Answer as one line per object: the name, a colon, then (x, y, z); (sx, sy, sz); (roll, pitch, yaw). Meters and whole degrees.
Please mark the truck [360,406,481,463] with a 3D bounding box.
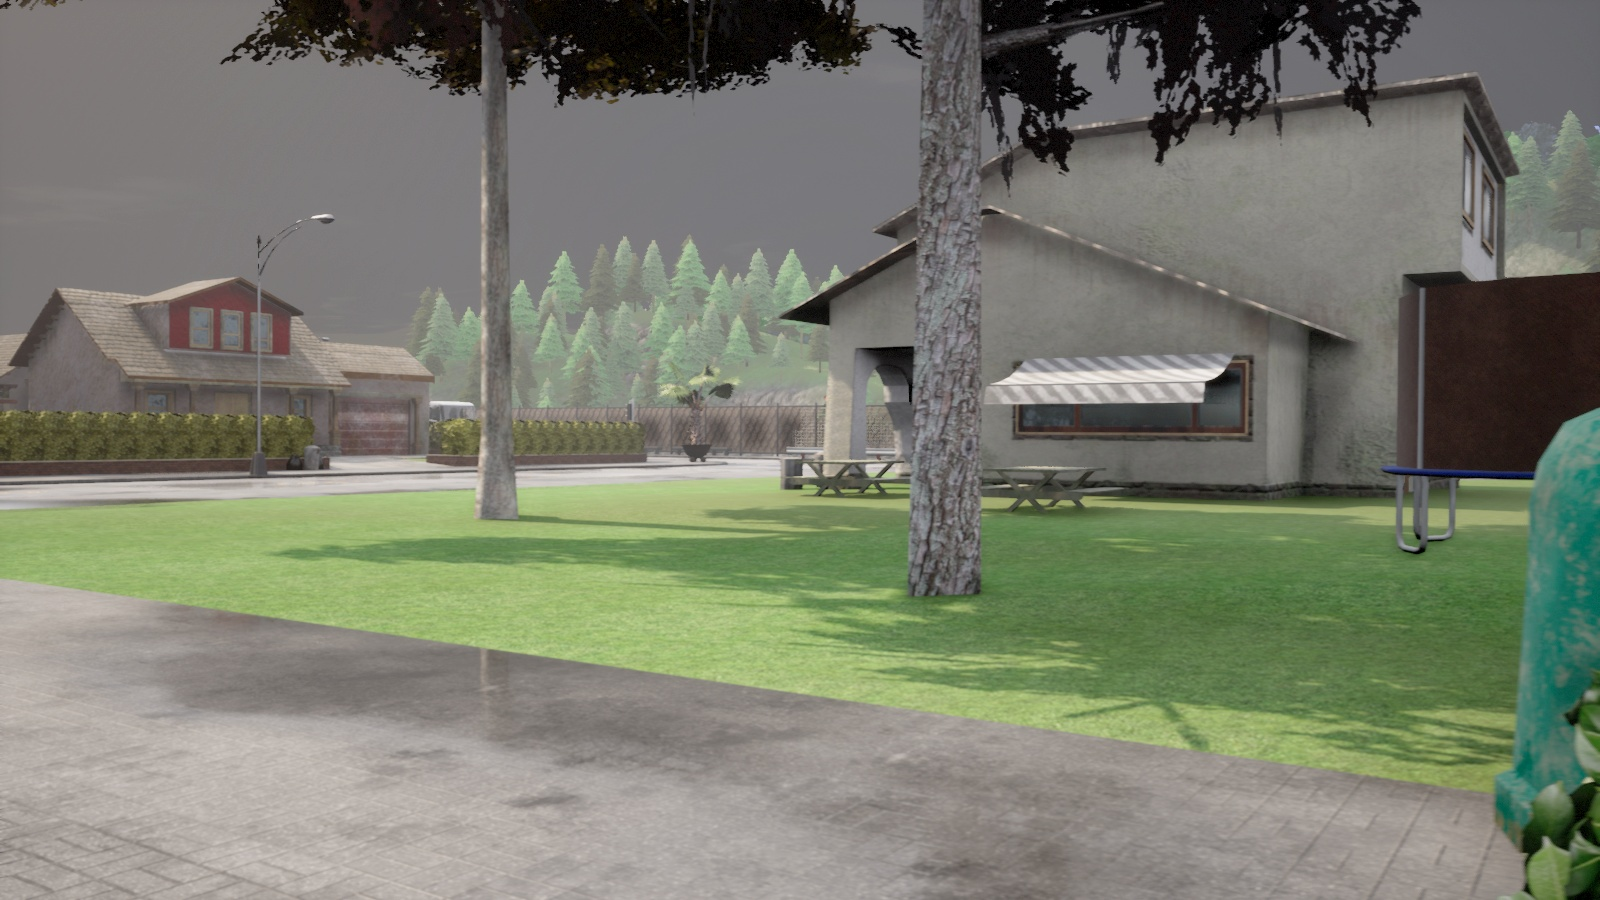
truck: (-24.116, -0.979, 79.668); (7.936, 3.462, 2.891); (0, 1, 33)
